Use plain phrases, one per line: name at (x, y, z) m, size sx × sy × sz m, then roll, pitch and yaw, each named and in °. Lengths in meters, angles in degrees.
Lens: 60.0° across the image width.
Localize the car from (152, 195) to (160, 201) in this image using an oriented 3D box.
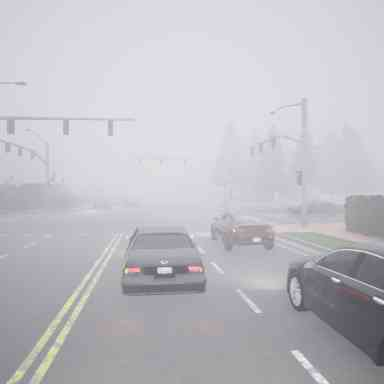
car at (-9.406, 1.553, 87.371) m, size 1.994 × 1.385 × 4.181 m, roll 0°, pitch 0°, yaw -6°

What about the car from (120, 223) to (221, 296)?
car at (-0.830, 1.547, 8.860) m, size 2.033 × 1.411 × 5.357 m, roll 0°, pitch 0°, yaw -7°

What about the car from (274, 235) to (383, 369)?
car at (2.985, 1.505, 4.923) m, size 1.837 × 1.490 × 4.892 m, roll 0°, pitch 0°, yaw -5°

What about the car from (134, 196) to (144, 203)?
car at (-10.995, 1.524, 69.584) m, size 1.812 × 1.442 × 4.674 m, roll 0°, pitch 0°, yaw -6°

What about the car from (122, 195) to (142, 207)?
car at (-8.994, 1.526, 50.262) m, size 1.812 × 1.442 × 4.674 m, roll 0°, pitch 0°, yaw -6°

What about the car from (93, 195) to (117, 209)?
car at (-12.014, 1.491, 44.872) m, size 2.128 × 1.511 × 4.902 m, roll 0°, pitch 0°, yaw -4°

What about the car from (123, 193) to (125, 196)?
car at (-13.911, 1.222, 63.625) m, size 2.150 × 2.045 × 5.566 m, roll 0°, pitch 0°, yaw -6°

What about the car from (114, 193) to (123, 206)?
car at (-12.917, 1.352, 54.031) m, size 2.097 × 1.767 × 4.553 m, roll 0°, pitch 0°, yaw -6°

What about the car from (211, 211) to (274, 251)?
car at (2.016, 1.526, 14.120) m, size 1.812 × 1.442 × 4.674 m, roll 0°, pitch 0°, yaw -7°

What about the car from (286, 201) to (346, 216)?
car at (12.086, 1.547, 32.464) m, size 5.357 × 1.411 × 2.033 m, roll 0°, pitch 0°, yaw -5°

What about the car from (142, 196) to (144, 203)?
car at (-9.966, 1.478, 59.437) m, size 1.882 × 1.535 × 5.008 m, roll 0°, pitch 0°, yaw -6°

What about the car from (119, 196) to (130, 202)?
car at (-15.007, 1.540, 74.110) m, size 2.033 × 1.411 × 5.357 m, roll 0°, pitch 0°, yaw -6°
